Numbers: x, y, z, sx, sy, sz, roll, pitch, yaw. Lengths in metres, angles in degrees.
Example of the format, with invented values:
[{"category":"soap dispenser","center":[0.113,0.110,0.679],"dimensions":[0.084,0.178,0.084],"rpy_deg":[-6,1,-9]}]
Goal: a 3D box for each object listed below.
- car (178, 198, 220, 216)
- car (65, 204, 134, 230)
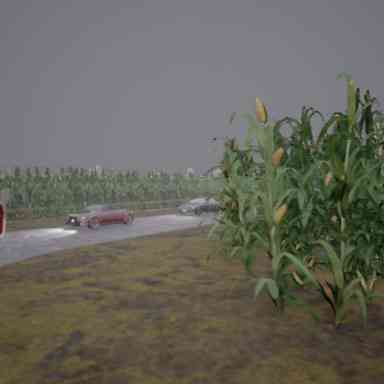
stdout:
[{"category":"car","center":[0.744,1.228,29.183],"dimensions":[1.812,1.442,4.674],"rpy_deg":[1,1,36]},{"category":"car","center":[-5.573,1.421,20.426],"dimensions":[1.994,1.385,4.181],"rpy_deg":[1,1,36]}]
